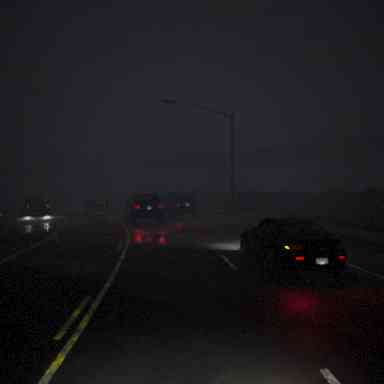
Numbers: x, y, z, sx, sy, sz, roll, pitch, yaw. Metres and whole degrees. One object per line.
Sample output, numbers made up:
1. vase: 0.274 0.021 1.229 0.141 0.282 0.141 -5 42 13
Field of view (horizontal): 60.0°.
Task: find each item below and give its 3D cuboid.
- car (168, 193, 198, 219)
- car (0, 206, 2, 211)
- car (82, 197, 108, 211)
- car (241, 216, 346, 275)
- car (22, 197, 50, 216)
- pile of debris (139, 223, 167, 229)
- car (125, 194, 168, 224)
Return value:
1. car: -1.299 1.077 28.281 2.150 2.045 5.566 0 0 -21
2. car: -22.730 1.622 36.965 2.033 1.411 5.357 -1 0 -41
3. car: -11.725 1.375 39.995 2.128 1.511 4.902 -1 1 -35
4. car: 2.858 1.467 10.207 1.812 1.442 4.674 0 0 -6
5. car: -15.291 1.335 32.467 2.097 1.767 4.553 -1 0 -33
6. pile of debris: -2.448 2.089 20.789 1.500 0.140 1.860 0 0 -15
7. car: -3.567 1.125 24.190 2.150 2.045 5.566 0 1 -17
